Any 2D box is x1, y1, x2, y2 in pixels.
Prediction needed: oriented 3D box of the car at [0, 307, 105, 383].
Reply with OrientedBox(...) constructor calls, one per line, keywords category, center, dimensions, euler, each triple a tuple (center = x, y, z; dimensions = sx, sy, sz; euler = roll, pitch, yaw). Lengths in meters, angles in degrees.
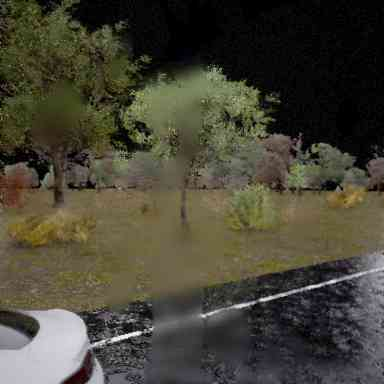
OrientedBox(category="car", center=(-2.888, 1.542, 1.932), dimensions=(4.674, 1.442, 1.812), euler=(0, 0, -35))
